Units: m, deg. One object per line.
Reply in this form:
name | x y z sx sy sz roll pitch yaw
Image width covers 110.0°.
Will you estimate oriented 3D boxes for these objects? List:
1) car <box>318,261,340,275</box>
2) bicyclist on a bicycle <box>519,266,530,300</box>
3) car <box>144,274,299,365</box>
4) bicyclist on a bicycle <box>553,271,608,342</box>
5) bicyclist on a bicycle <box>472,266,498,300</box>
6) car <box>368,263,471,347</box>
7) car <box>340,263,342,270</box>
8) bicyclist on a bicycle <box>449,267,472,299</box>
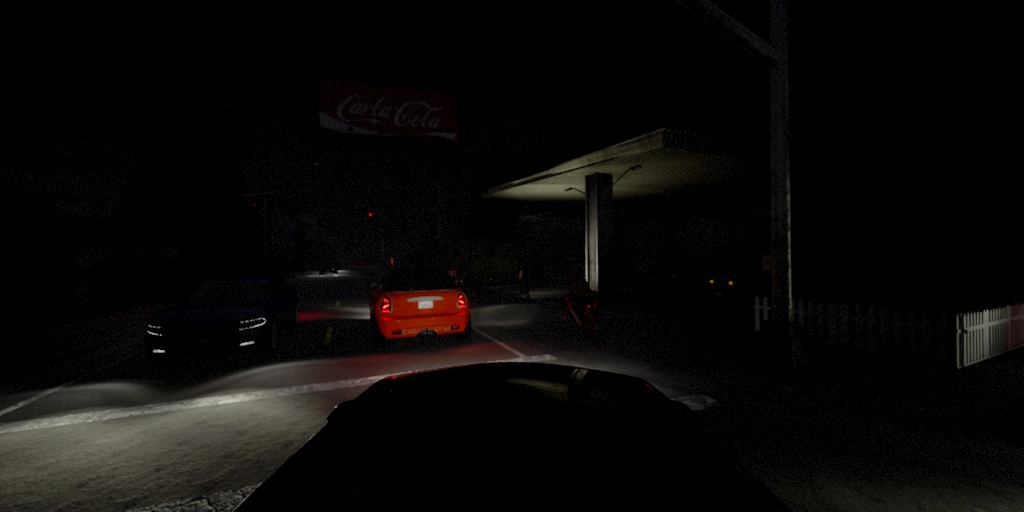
car | -21.925 1.443 42.863 1.837 1.490 4.892 0 0 -24
bicyclist on a bicycle | 0.638 1.337 17.942 0.582 1.620 1.656 -1 0 16
car | -6.326 1.209 8.387 1.882 1.535 5.008 0 0 -24
bicyclist on a bicycle | 1.632 1.203 8.742 0.582 1.620 1.656 3 -2 -43
bicyclist on a bicycle | -1.469 1.346 17.809 1.656 1.620 0.582 1 0 -22
car | -2.622 1.054 9.490 2.097 1.767 4.553 0 0 -22
car | -28.785 1.521 58.127 2.128 1.511 4.902 0 0 -24
bicyclist on a bicycle | -2.765 1.318 16.416 1.656 1.620 0.582 1 0 36
